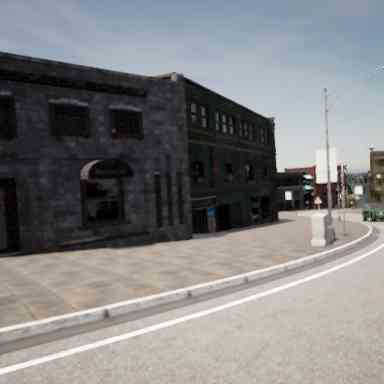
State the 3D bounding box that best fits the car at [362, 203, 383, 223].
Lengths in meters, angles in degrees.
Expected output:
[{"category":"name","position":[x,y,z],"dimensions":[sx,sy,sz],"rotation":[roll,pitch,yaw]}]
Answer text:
[{"category":"car","position":[20.047,2.168,35.827],"dimensions":[2.150,2.045,5.566],"rotation":[-2,-3,14]}]
